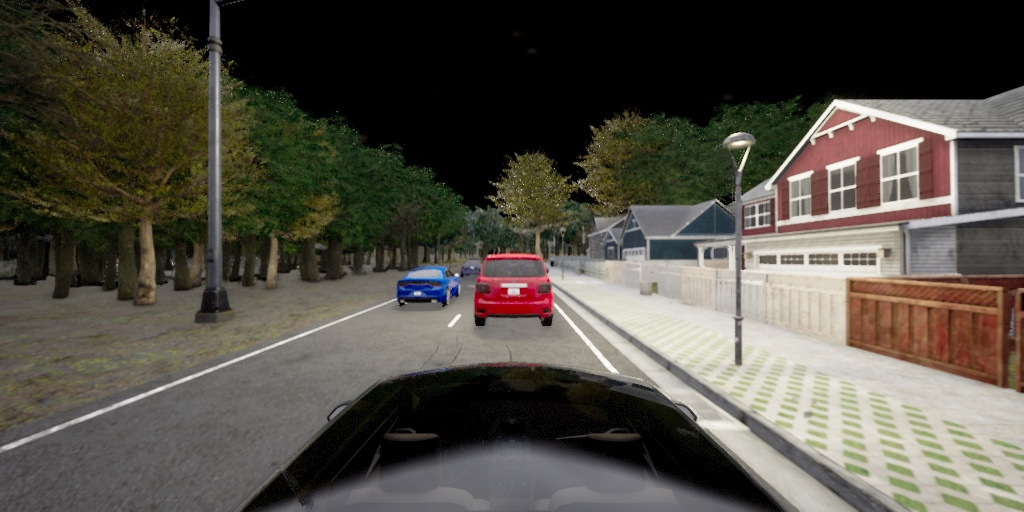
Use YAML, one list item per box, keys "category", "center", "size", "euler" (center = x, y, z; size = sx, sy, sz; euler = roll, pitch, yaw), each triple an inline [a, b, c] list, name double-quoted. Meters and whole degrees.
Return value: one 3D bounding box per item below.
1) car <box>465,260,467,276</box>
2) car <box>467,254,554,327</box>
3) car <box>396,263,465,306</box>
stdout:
- category: "car"
  center: [-3.430, 1.032, 33.150]
  size: [2.097, 1.767, 4.553]
  euler: [0, 0, 0]
- category: "car"
  center: [0.051, 0.951, 11.546]
  size: [2.150, 2.045, 5.566]
  euler: [0, 0, 0]
- category: "car"
  center: [-3.430, 1.195, 15.508]
  size: [1.882, 1.535, 5.008]
  euler: [0, 0, 0]
